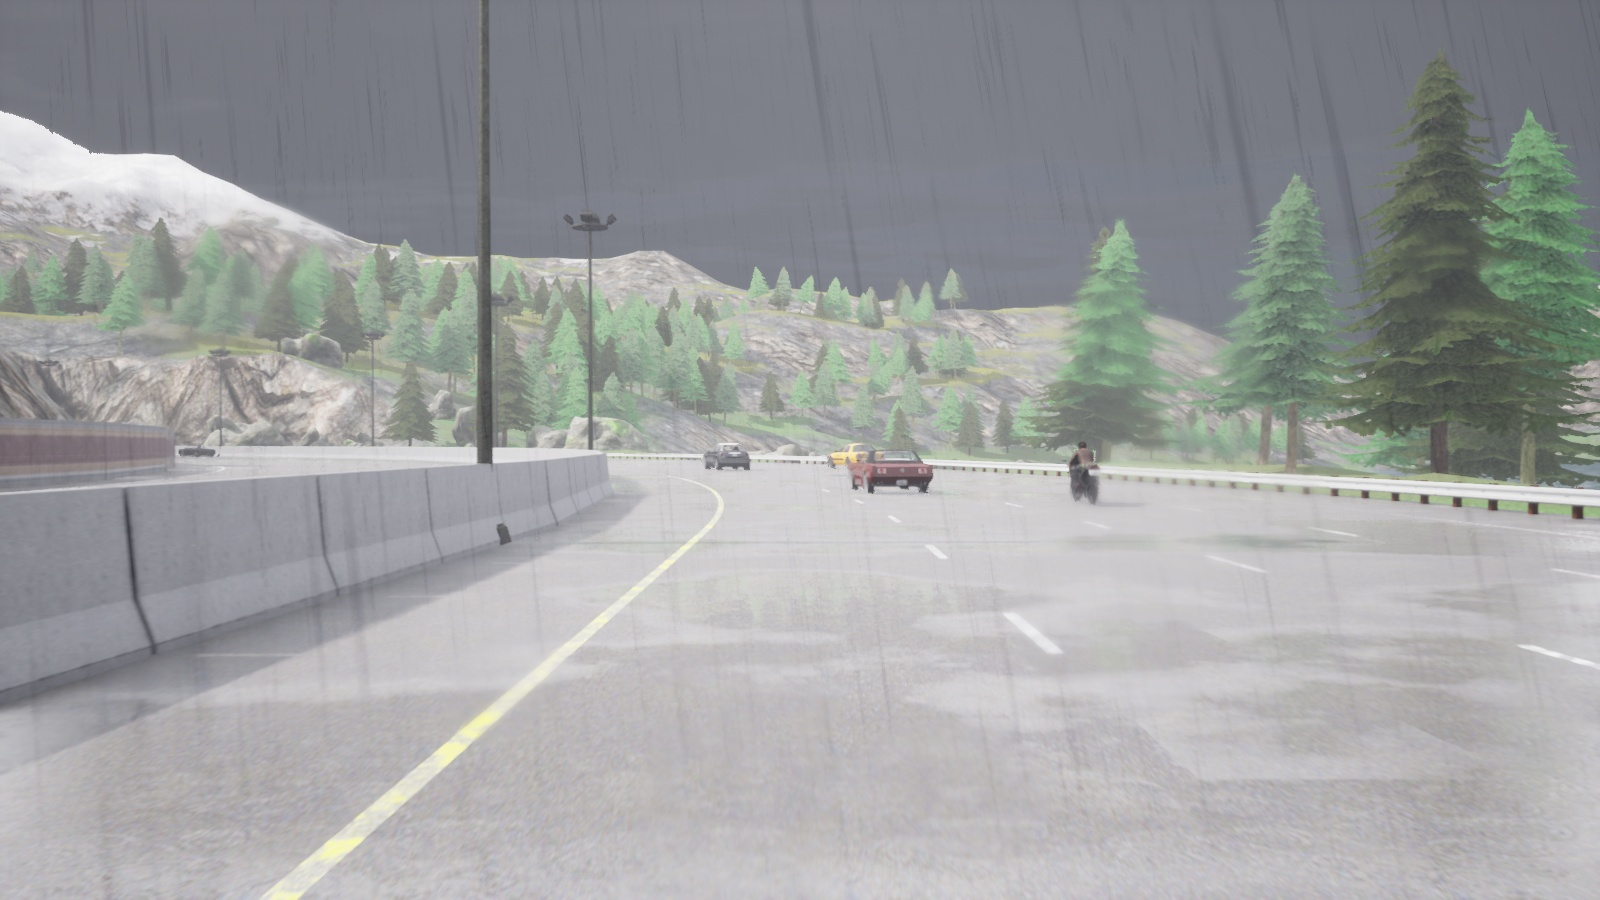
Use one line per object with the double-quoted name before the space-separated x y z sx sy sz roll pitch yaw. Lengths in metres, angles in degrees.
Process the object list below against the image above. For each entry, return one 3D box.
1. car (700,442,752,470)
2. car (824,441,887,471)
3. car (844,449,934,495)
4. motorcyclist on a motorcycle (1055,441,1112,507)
"car" -4.145 0.317 69.421 1.970 1.475 3.806 0 0 -18
"car" 3.046 0.293 69.966 1.801 1.575 5.366 0 0 -18
"car" 2.651 0.632 38.423 1.895 1.301 4.718 0 0 -7
"motorcyclist on a motorcycle" 6.870 0.562 30.534 0.797 1.523 2.044 -1 0 -3
